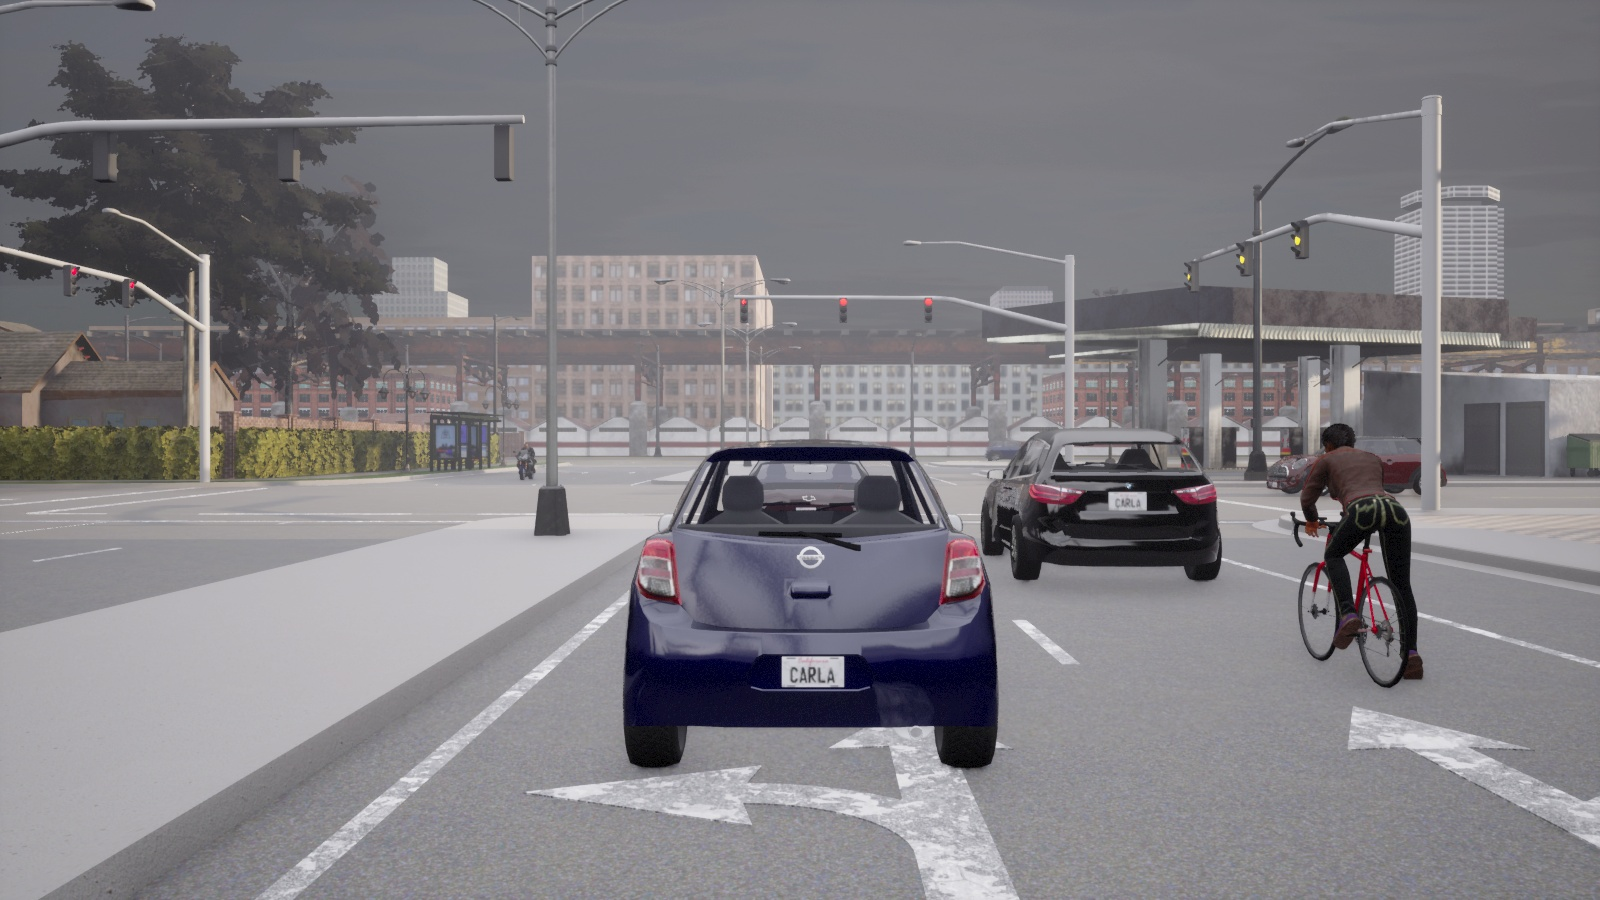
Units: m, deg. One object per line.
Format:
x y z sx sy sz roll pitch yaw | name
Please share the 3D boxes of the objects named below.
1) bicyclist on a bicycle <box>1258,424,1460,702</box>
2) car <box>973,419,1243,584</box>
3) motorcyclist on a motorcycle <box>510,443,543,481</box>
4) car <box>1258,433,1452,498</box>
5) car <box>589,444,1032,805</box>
3.560 0.656 8.151 0.582 1.620 1.656 0 0 0 | bicyclist on a bicycle
3.446 0.508 15.080 2.242 1.667 4.611 0 0 2 | car
-11.184 0.482 51.400 0.866 1.530 2.191 0 0 0 | motorcyclist on a motorcycle
15.568 0.418 35.392 4.553 1.767 2.097 0 0 -1 | car
0.056 0.721 7.057 1.845 1.501 3.633 0 0 0 | car
